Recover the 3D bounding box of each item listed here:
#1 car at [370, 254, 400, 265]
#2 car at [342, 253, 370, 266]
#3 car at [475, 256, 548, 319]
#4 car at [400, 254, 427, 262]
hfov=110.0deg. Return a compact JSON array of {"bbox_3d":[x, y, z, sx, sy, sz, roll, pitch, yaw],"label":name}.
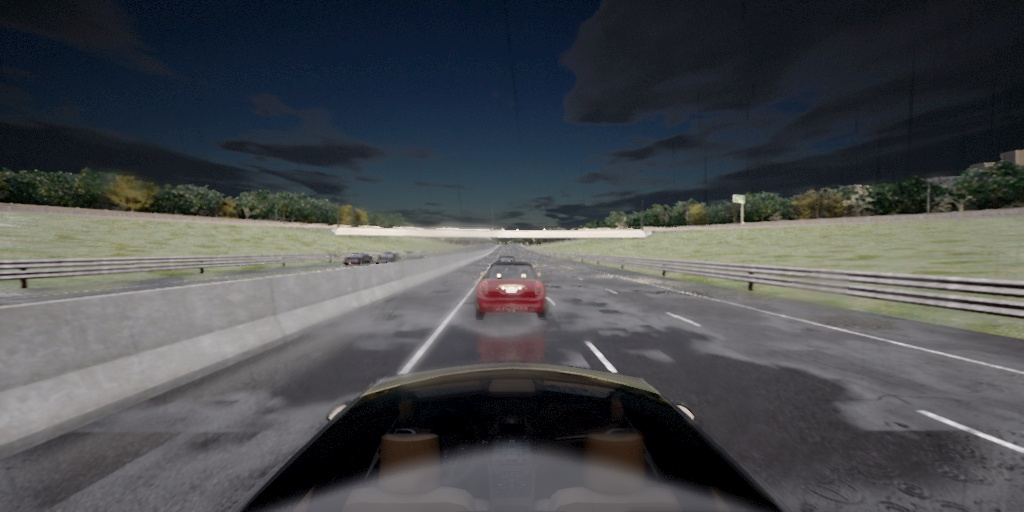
[{"bbox_3d":[-14.784,0.415,43.241,2.033,1.411,5.357,0,1,-1],"label":"car"},{"bbox_3d":[-18.281,0.394,42.963,2.033,1.411,5.357,0,1,-1],"label":"car"},{"bbox_3d":[-0.044,0.936,12.137,2.097,1.767,4.553,0,1,-1],"label":"car"},{"bbox_3d":[-11.276,0.481,42.183,1.994,1.385,4.181,0,1,-1],"label":"car"}]
